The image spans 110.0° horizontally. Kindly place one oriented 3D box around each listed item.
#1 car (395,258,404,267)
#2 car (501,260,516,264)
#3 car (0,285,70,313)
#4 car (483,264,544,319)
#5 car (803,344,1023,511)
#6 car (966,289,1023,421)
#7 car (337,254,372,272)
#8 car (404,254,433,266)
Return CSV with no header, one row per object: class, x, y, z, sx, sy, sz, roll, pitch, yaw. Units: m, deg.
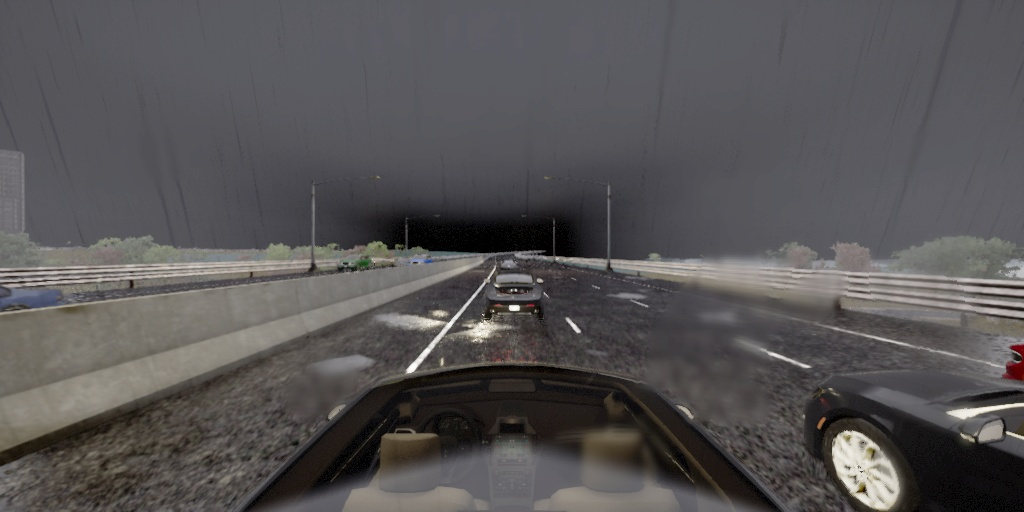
car,-14.755,1.012,49.721,1.837,1.490,4.892,0,1,-1
car,-0.413,1.104,43.336,1.994,1.385,4.181,0,0,-1
car,-14.118,1.274,8.218,2.033,1.411,5.357,0,0,0
car,0.054,1.207,12.535,1.837,1.490,4.892,0,0,0
car,3.594,1.261,1.283,1.837,1.490,4.892,0,0,0
car,7.093,1.227,2.349,1.882,1.535,5.008,0,0,0
car,-18.059,0.777,41.519,2.150,2.045,5.566,0,0,-1
car,-11.111,0.763,43.925,2.150,2.045,5.566,0,0,-1
